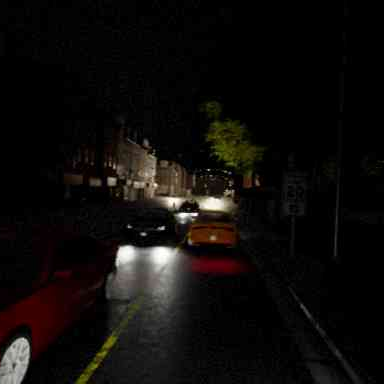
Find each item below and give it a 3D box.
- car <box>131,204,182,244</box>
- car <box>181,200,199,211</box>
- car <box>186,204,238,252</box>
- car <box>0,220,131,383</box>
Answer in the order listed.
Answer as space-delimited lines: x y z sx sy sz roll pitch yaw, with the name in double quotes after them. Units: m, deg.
-1.783 1.446 15.821 1.812 1.442 4.674 2 0 5 "car"
-0.153 1.532 35.818 1.994 1.385 4.181 2 0 5 "car"
0.963 1.516 14.407 1.882 1.535 5.008 2 0 4 "car"
-2.618 1.367 5.155 1.882 1.535 5.008 2 0 5 "car"
